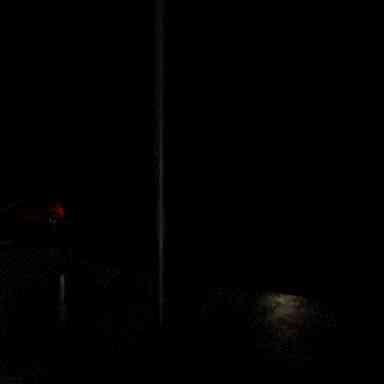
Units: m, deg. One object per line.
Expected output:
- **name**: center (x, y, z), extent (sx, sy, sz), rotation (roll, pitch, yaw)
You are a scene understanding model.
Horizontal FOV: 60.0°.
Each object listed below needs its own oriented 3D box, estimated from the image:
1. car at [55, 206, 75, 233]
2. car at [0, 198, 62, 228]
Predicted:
- **car**: center (-4.676, 1.585, 18.276), extent (1.752, 1.417, 4.829), rotation (0, 0, 36)
- **car**: center (-11.292, 1.368, 22.822), extent (2.192, 1.841, 5.009), rotation (0, 0, 36)
